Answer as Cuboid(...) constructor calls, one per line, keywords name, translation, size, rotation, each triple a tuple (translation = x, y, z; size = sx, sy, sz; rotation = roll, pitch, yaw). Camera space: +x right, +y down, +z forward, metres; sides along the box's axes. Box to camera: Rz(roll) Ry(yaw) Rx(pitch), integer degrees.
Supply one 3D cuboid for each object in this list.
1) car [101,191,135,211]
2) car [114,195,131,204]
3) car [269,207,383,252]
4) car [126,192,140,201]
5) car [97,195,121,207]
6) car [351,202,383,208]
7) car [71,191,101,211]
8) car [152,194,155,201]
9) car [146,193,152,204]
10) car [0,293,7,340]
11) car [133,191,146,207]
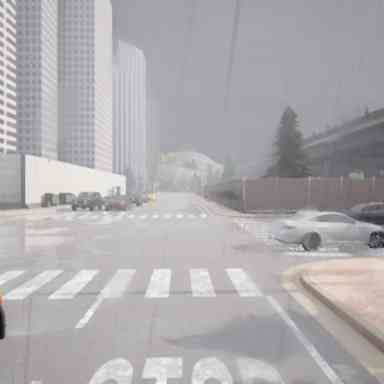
Cuboid(name="car", translation=(-7.838, 1.098, 35.616), size=(2.097, 1.767, 4.553), rotation=(0, 0, -1))
Cuboid(name="car", translation=(-11.736, 1.201, 56.200), size=(1.895, 1.301, 4.718), rotation=(0, 0, -1))
Cuboid(name="car", translation=(5.383, 1.471, 13.228), size=(4.674, 1.442, 1.812), rotation=(1, -1, -14))
Cuboid(name="car", translation=(-11.922, 0.876, 67.032), size=(2.097, 1.767, 4.553), rotation=(0, 0, -1))
Cuboid(name="car", translation=(-11.570, 1.216, 46.629), size=(2.033, 1.411, 5.357), rotation=(0, 0, -1))
Cuboid(name="car", translation=(10.811, 1.415, 20.462), size=(4.892, 1.490, 1.837), rotation=(0, 0, -2))
Cuboid(name="car", translation=(-11.356, 0.962, 36.385), size=(2.150, 2.045, 5.566), rotation=(0, 0, -1))
Cuboid(name="car", translation=(-8.383, 1.014, 65.293), size=(1.882, 1.535, 5.008), rotation=(0, 0, -1))
Cuboid(name="car", translation=(-8.224, 1.135, 54.952), size=(1.812, 1.442, 4.674), rotation=(0, 0, -1))
Cuboid(name="car", translation=(-3.602, 1.331, 2.725), size=(2.097, 1.767, 4.553), rotation=(0, 0, 0))
Cuboid(name="car", translation=(-8.045, 0.900, 45.189), size=(2.150, 2.045, 5.566), rotation=(0, 0, -1))
